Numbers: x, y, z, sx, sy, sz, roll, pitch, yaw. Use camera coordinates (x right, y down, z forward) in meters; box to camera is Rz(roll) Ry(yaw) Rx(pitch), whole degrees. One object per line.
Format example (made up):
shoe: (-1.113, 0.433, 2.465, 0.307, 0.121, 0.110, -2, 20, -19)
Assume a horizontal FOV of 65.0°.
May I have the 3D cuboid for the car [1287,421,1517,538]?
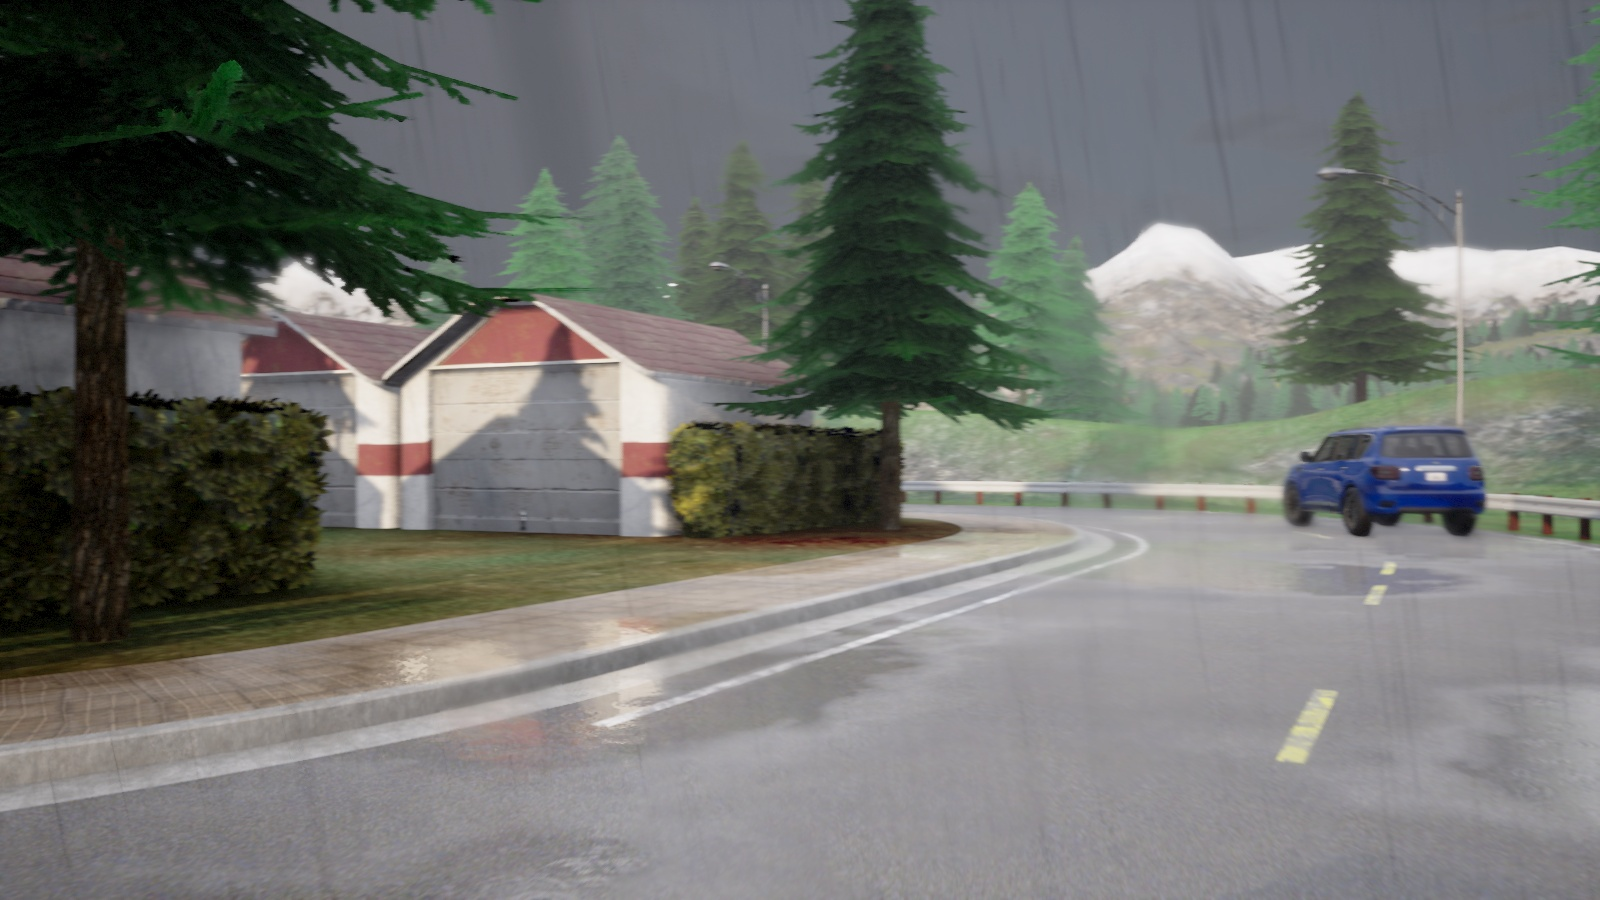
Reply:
car: (11.601, 0.538, 24.737, 2.150, 2.045, 5.566, 0, 0, 4)
